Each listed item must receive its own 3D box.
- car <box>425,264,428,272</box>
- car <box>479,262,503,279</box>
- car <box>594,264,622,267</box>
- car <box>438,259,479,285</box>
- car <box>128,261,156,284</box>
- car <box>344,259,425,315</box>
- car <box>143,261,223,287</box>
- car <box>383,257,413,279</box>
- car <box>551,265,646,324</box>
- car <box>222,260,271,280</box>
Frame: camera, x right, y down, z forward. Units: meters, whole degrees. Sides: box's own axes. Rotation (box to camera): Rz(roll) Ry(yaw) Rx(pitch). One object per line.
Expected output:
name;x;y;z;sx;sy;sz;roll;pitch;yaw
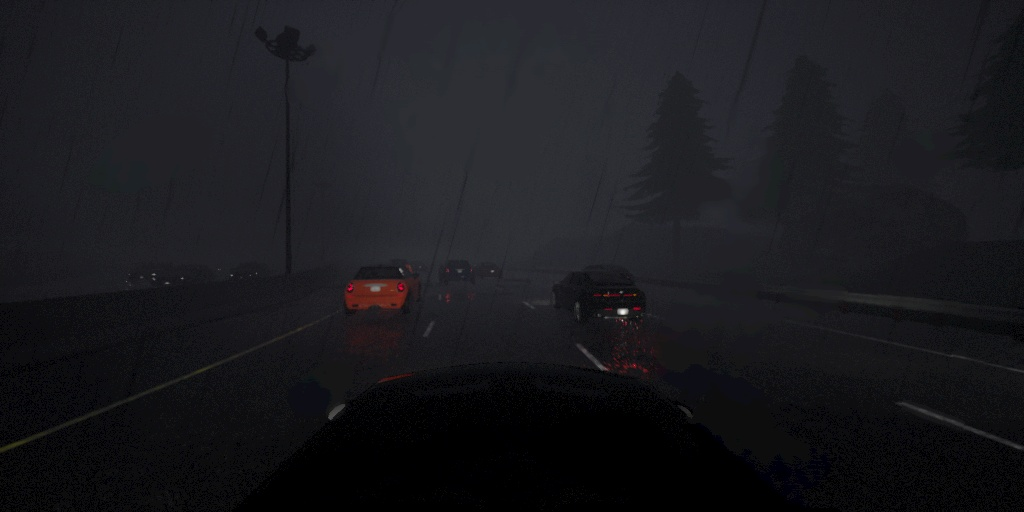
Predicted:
car;-11.377;1.208;42.193;1.994;1.385;4.181;0;0;-30
car;-2.287;1.215;31.210;1.994;1.385;4.181;0;0;-20
car;4.825;1.173;19.467;1.837;1.490;4.892;0;0;-12
car;-4.045;1.029;25.672;2.097;1.767;4.553;0;0;-17
car;-27.576;1.259;27.813;1.837;1.490;4.892;0;0;-27
car;-4.716;1.075;13.682;2.097;1.767;4.553;0;0;-8
car;-22.250;1.294;24.605;2.033;1.411;5.357;0;0;-21
car;-10.469;1.027;32.740;2.097;1.767;4.553;0;0;-23
car;2.612;1.209;11.869;1.837;1.490;4.892;0;0;-8
car;-19.471;1.234;26.786;1.837;1.490;4.892;0;0;-23
